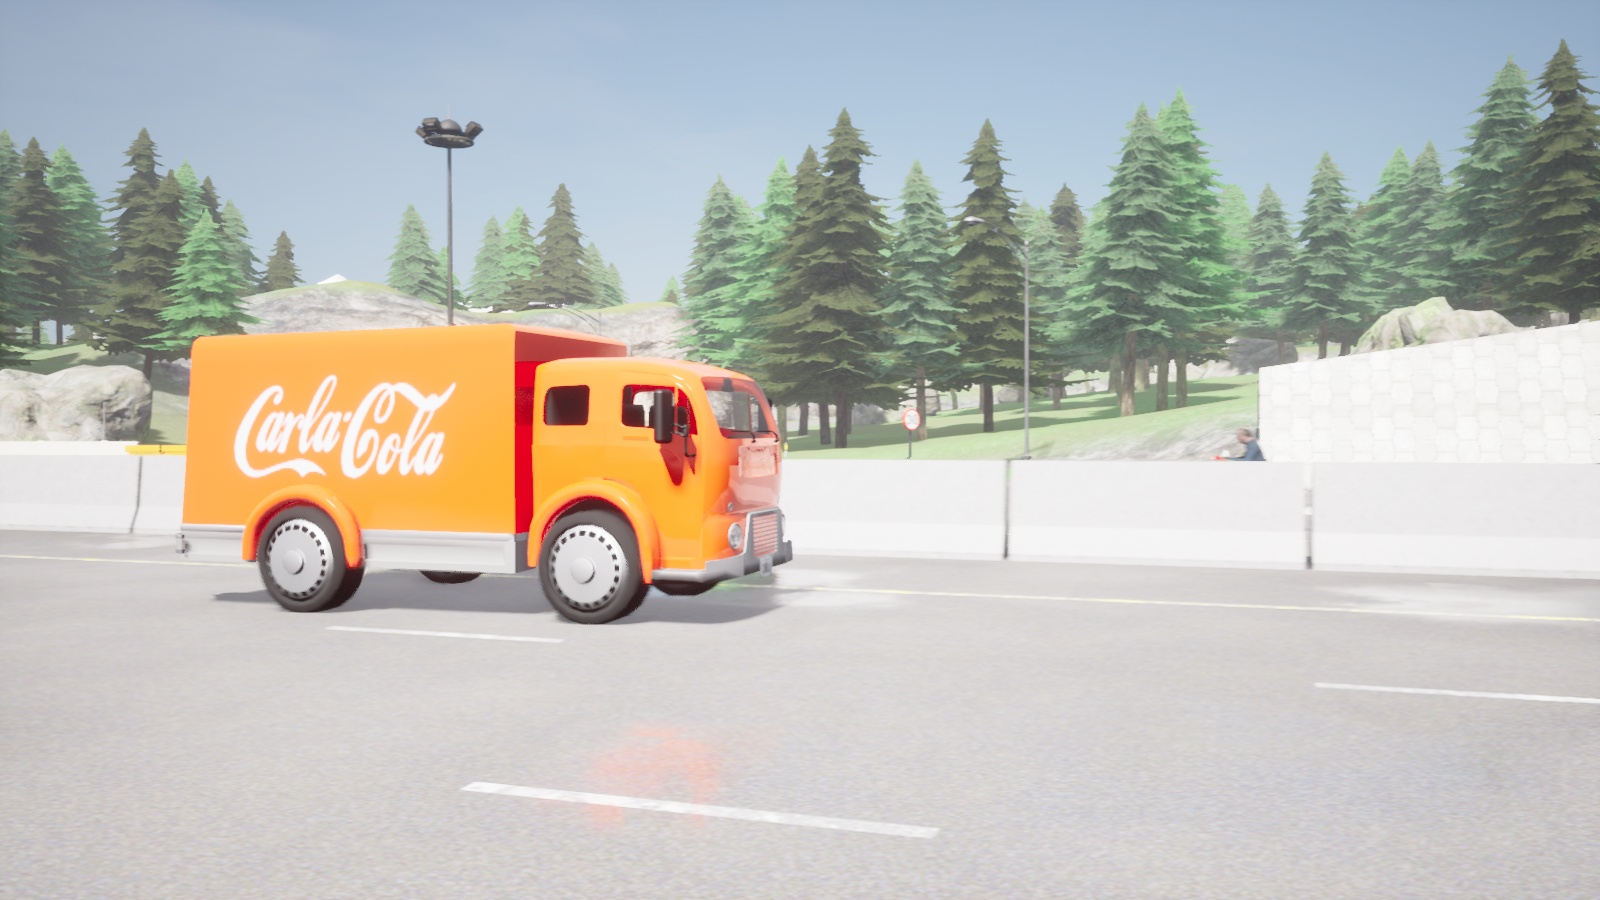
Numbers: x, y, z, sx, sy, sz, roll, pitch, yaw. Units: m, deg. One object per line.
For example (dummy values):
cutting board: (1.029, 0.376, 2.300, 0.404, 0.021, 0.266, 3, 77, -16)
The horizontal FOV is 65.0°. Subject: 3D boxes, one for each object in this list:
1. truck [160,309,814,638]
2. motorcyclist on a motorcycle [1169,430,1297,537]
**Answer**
truck: (-2.761, 0.135, 11.500, 5.204, 2.467, 2.627, 1, 1, 19)
motorcyclist on a motorcycle: (6.677, 0.493, 19.408, 1.817, 1.590, 0.866, 1, 1, 19)
